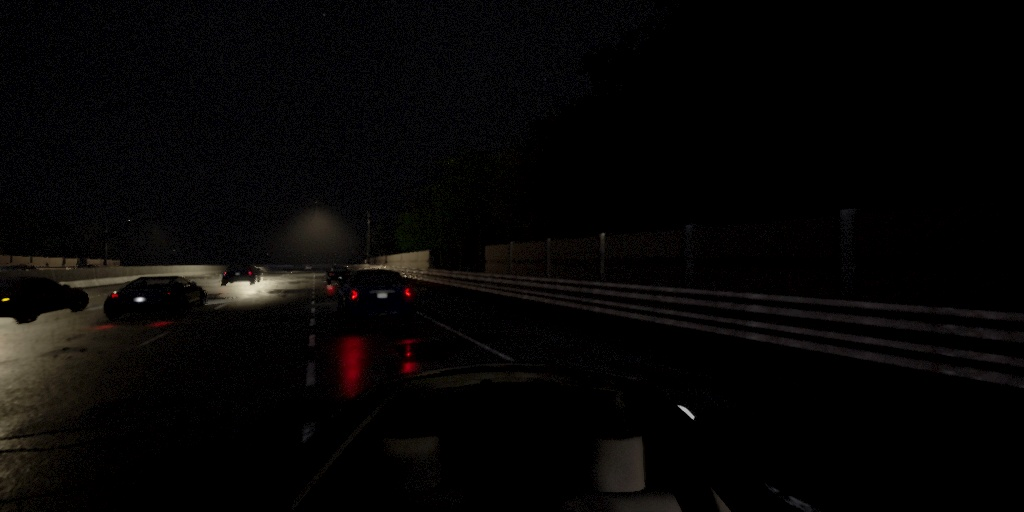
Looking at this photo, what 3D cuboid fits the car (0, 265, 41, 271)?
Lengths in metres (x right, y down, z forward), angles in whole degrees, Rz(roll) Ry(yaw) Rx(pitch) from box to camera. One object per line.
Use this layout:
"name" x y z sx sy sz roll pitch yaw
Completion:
"car" -42.342 1.617 29.560 2.033 1.411 5.357 0 -1 -29

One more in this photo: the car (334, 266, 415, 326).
"car" -4.968 1.250 12.786 2.097 1.767 4.553 0 -1 -29

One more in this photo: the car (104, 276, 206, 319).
"car" -13.574 1.468 13.917 1.994 1.385 4.181 0 -1 -29

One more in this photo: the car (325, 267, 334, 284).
"car" -15.117 1.623 31.302 1.812 1.442 4.674 0 -1 -29

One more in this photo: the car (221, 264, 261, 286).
"car" -22.070 1.419 29.403 2.097 1.767 4.553 0 -1 -29

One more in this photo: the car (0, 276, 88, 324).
"car" -16.493 1.402 11.943 1.812 1.442 4.674 0 0 -29
